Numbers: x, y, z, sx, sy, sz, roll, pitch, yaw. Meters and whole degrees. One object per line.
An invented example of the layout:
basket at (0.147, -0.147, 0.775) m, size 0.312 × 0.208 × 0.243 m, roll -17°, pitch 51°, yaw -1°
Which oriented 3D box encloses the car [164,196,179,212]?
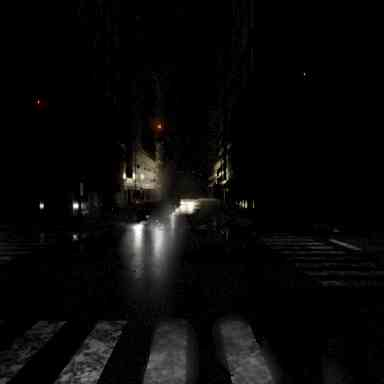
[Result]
car at (-2.856, 1.511, 38.371) m, size 1.812 × 1.442 × 4.674 m, roll 0°, pitch 0°, yaw 0°

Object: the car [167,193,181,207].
car at (-2.863, 1.197, 49.515) m, size 2.150 × 2.045 × 5.566 m, roll 0°, pitch 0°, yaw 0°

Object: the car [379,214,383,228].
car at (12.342, 1.282, 16.851) m, size 5.009 × 1.841 × 2.192 m, roll 0°, pitch 0°, yaw 0°

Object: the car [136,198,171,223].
car at (-2.985, 1.499, 25.655) m, size 1.837 × 1.490 × 4.892 m, roll 0°, pitch 0°, yaw 3°
